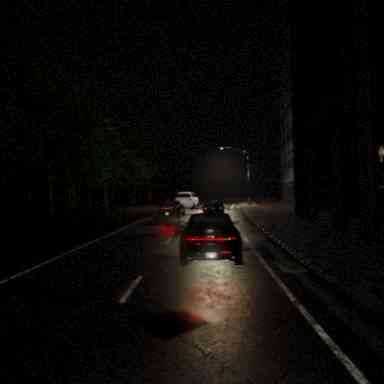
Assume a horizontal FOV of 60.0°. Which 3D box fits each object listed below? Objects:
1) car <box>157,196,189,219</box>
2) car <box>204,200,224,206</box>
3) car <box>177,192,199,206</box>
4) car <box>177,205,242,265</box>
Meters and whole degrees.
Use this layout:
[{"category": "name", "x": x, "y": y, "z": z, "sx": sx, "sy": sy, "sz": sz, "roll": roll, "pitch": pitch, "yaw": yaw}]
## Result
[{"category": "car", "x": -1.714, "y": 1.405, "z": 28.425, "sx": 1.837, "sy": 1.490, "sz": 4.892, "roll": -1, "pitch": 1, "yaw": 6}, {"category": "car", "x": 1.983, "y": 1.393, "z": 30.033, "sx": 1.895, "sy": 1.301, "sz": 4.718, "roll": -1, "pitch": 0, "yaw": 6}, {"category": "car", "x": -0.587, "y": 1.033, "z": 40.121, "sx": 2.150, "sy": 2.045, "sz": 5.566, "roll": -1, "pitch": 1, "yaw": 9}, {"category": "car", "x": 0.622, "y": 1.444, "z": 11.448, "sx": 1.837, "sy": 1.490, "sz": 4.892, "roll": -1, "pitch": 1, "yaw": 2}]
